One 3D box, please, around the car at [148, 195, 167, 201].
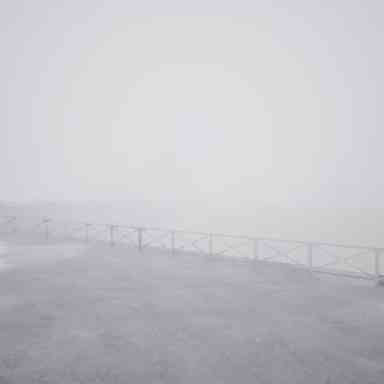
[{"bbox_3d":[-6.881,1.404,64.715,2.097,1.767,4.553,0,0,35],"label":"car"}]
